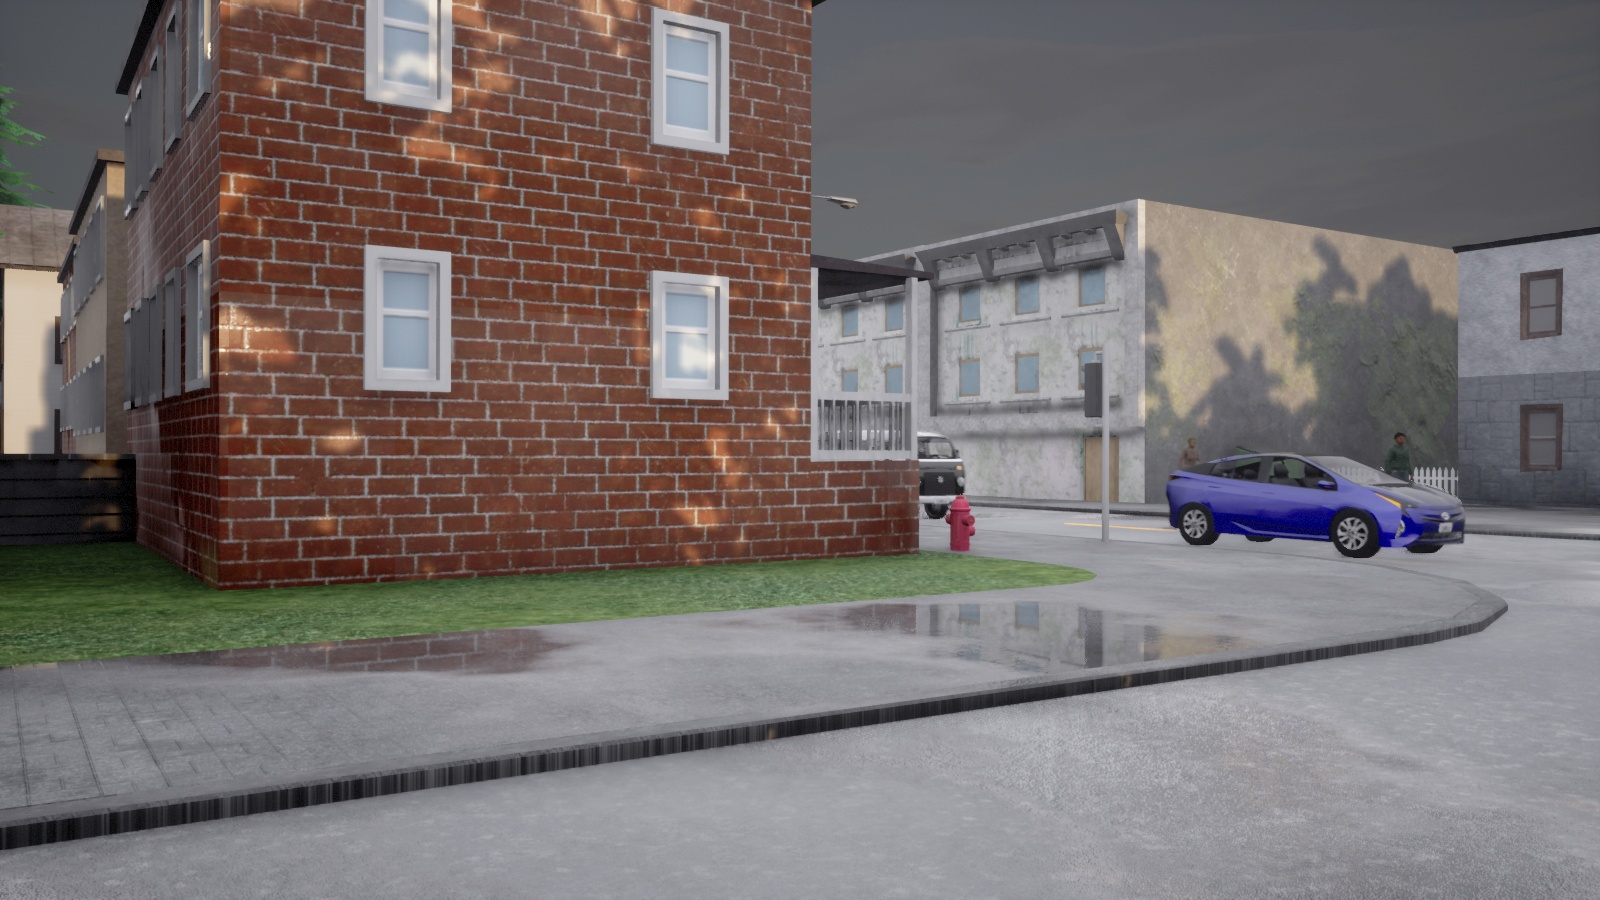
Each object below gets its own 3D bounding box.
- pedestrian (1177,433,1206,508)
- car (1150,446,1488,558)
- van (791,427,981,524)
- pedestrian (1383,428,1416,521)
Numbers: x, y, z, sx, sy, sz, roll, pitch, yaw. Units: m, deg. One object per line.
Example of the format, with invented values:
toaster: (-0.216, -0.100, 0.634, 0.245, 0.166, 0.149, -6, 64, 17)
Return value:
pedestrian: (9.741, 0.510, 31.242, 0.331, 1.846, 0.634, 0, 0, -27)
car: (7.904, 0.723, 19.555, 2.007, 1.525, 4.514, 0, 0, -33)
van: (1.883, 0.535, 28.845, 2.069, 2.038, 4.480, 0, 0, -33)
pedestrian: (12.145, 0.491, 25.450, 0.353, 1.847, 0.614, 0, 0, -3)
